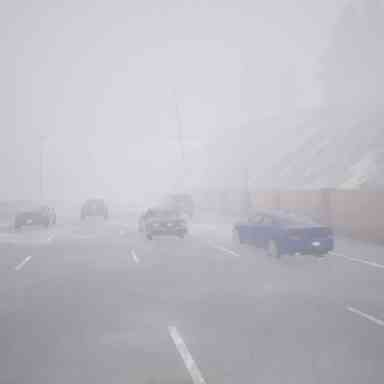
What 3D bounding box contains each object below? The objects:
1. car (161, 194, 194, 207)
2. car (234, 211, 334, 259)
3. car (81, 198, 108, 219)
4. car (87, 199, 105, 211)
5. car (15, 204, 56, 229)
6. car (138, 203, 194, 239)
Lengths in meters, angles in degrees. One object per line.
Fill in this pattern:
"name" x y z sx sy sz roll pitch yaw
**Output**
"car" -1.429 1.199 29.862 2.150 2.045 5.566 0 0 -15
"car" 3.223 1.467 12.763 1.882 1.535 5.008 0 0 -15
"car" -8.408 1.333 28.842 2.097 1.767 4.553 0 0 -15
"car" -11.578 1.538 40.470 1.994 1.385 4.181 0 0 -15
"car" -10.025 1.513 21.462 1.812 1.442 4.674 0 0 -15
"car" -1.655 1.535 17.373 2.033 1.411 5.357 0 0 -15
